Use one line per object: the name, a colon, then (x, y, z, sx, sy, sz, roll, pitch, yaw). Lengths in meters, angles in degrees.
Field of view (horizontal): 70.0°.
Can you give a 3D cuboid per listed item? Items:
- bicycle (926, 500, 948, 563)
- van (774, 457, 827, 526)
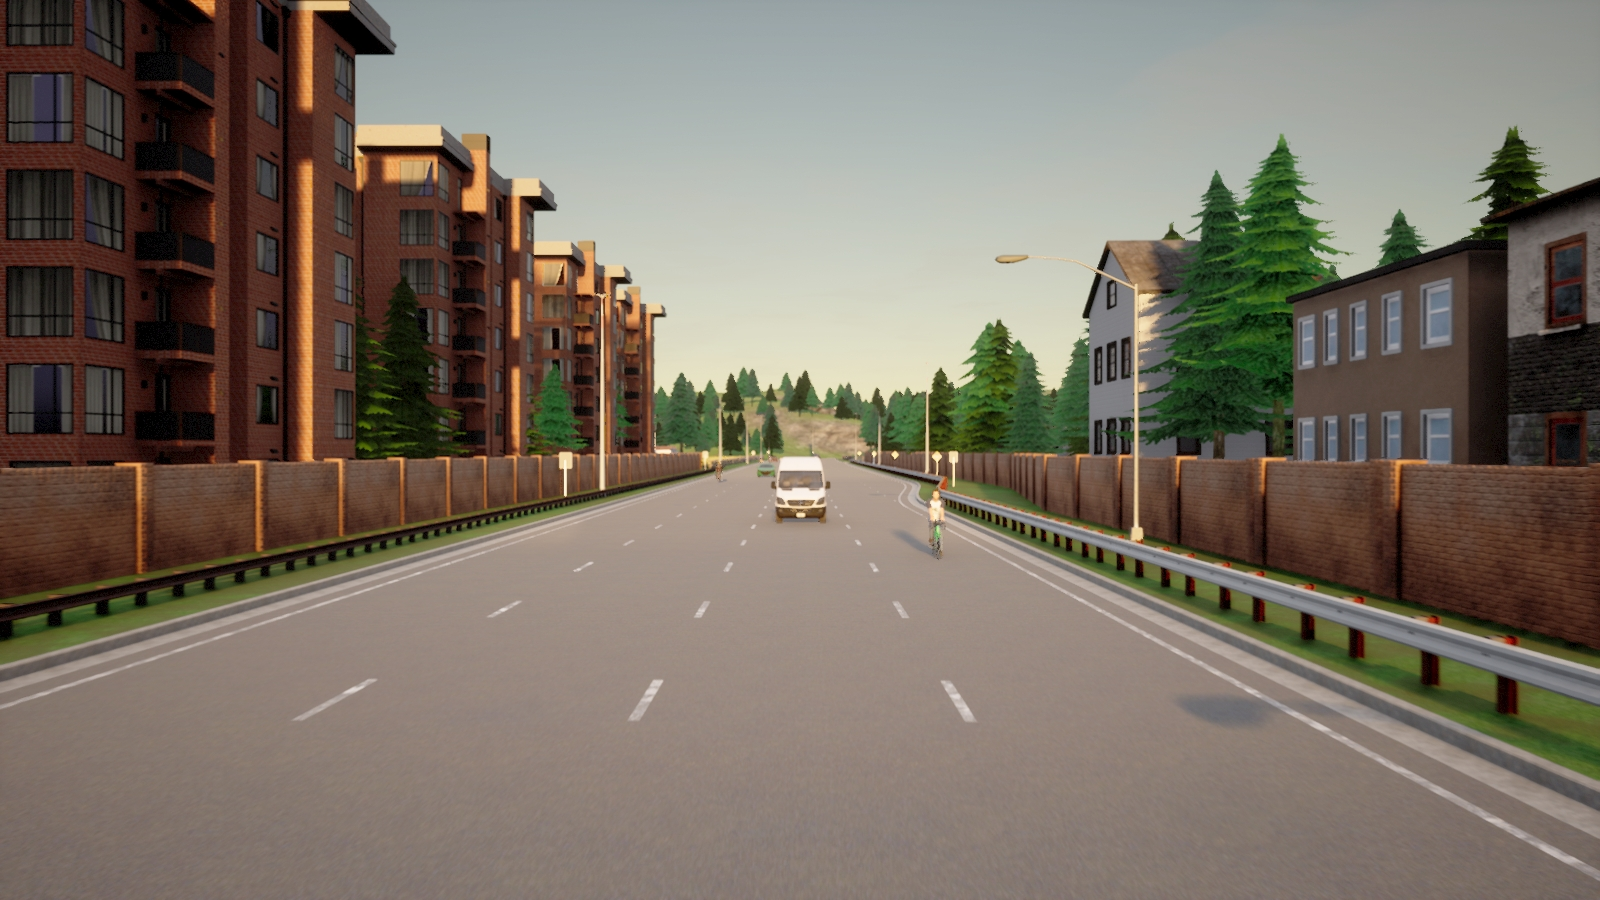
bicycle: (3.526, 2.075, 29.531, 0.373, 1.496, 1.643, 0, 0, 0)
van: (0.036, 1.564, 45.767, 1.988, 2.561, 5.915, 0, 0, 0)
